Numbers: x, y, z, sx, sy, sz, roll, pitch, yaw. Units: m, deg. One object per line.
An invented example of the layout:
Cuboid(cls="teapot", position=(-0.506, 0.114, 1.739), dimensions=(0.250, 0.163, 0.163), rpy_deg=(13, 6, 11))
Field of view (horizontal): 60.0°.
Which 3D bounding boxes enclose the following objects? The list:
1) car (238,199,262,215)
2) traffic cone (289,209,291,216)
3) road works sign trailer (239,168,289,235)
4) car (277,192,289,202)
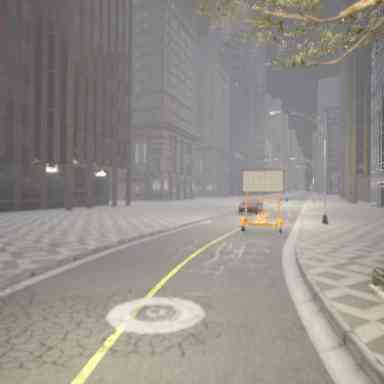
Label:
Cuboid(cls="car", position=(5.919, 1.424, 33.540), dimensions=(1.882, 1.535, 5.008), rpy_deg=(0, 0, 20))
Cuboid(cls="traffic cone", position=(9.101, 1.930, 31.098), dimensions=(0.340, 0.580, 0.340), rpy_deg=(0, 0, 20))
Cuboid(cls="road works sign trailer", position=(4.075, 0.447, 19.087), dimensions=(2.380, 3.560, 2.880), rpy_deg=(0, 0, 20))
Cuboid(cls="car", position=(19.838, 1.055, 72.417), dimensions=(2.150, 2.045, 5.566), rpy_deg=(0, 0, 20))
